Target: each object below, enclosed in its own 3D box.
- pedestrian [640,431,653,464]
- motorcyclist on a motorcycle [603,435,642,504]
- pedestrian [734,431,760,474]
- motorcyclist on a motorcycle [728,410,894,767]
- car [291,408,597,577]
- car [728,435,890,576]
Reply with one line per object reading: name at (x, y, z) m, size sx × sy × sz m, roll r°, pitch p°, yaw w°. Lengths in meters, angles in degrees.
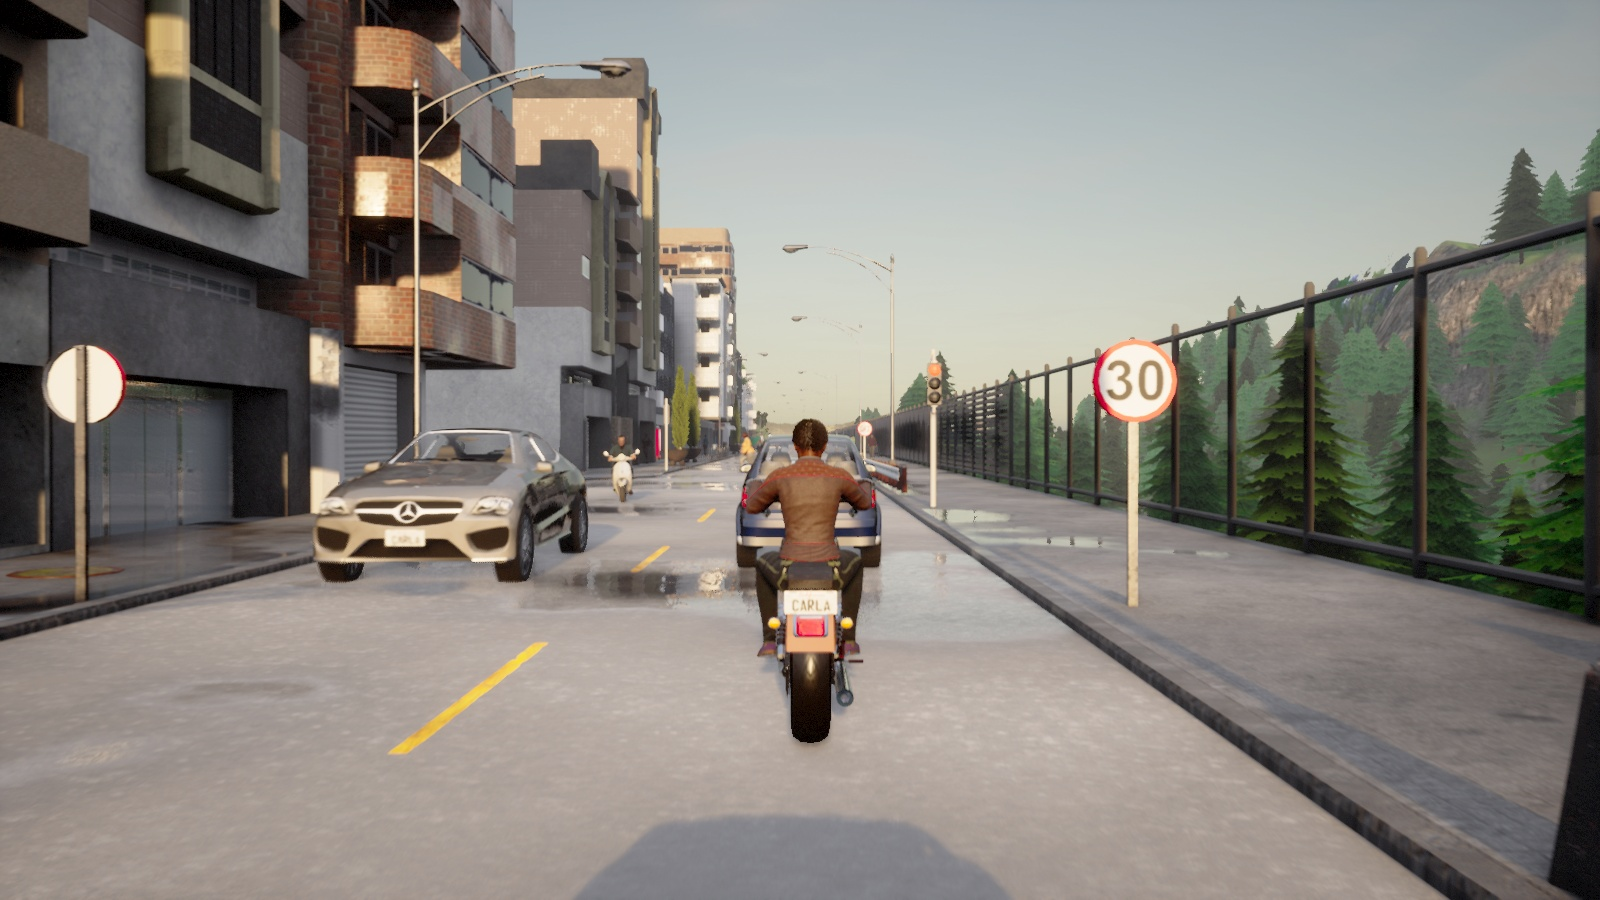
pedestrian at (-8.672, -0.141, 71.113) m, size 0.563 × 1.883 × 0.849 m, roll 0°, pitch 0°, yaw 4°
motorcyclist on a motorcycle at (-4.264, 0.446, 30.170) m, size 0.866 × 1.590 × 1.817 m, roll -1°, pitch 1°, yaw -8°
pedestrian at (-2.278, 0.100, 53.905) m, size 0.900 × 1.855 × 0.874 m, roll 0°, pitch 1°, yaw -19°
motorcyclist on a motorcycle at (0.055, 0.639, 6.987) m, size 0.766 × 1.649 × 2.350 m, roll 0°, pitch 0°, yaw 0°
car at (-3.899, 0.398, 14.823) m, size 2.152 × 1.651 × 5.027 m, roll 0°, pitch 0°, yaw 0°
car at (0.104, 0.594, 15.723) m, size 1.789 × 1.549 × 3.705 m, roll 0°, pitch 1°, yaw 0°
